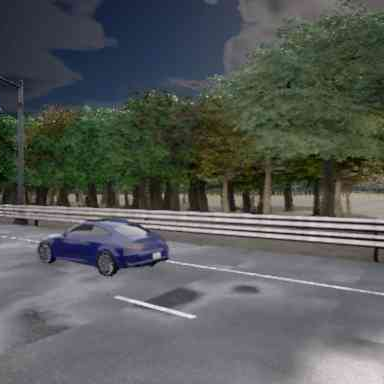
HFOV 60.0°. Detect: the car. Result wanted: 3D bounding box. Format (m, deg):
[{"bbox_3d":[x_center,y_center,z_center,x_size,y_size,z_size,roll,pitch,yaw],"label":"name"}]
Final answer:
[{"bbox_3d":[-2.821,1.553,10.289,4.674,1.442,1.812,0,0,35],"label":"car"}]
